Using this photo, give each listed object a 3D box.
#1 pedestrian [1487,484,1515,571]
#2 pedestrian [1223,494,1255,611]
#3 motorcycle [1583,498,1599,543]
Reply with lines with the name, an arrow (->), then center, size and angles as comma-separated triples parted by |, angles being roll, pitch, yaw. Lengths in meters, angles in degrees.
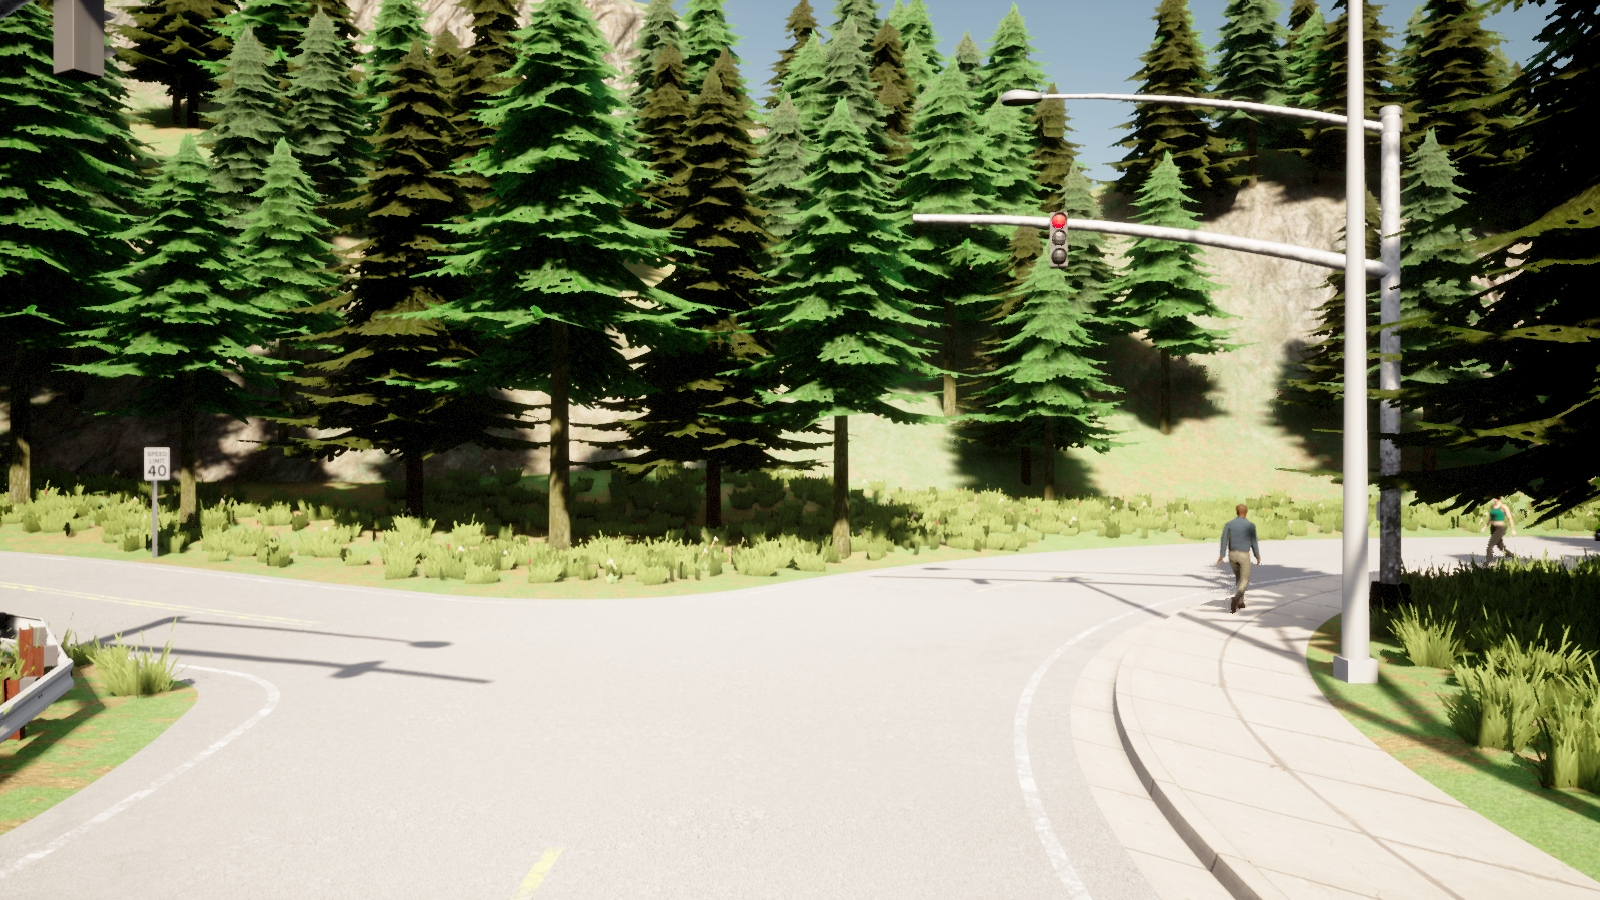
pedestrian -> 15.183, 1.668, 24.753 | 0.375, 1.860, 0.375 | 0, 0, -2
pedestrian -> 7.189, 1.668, 18.708 | 0.375, 1.860, 0.375 | 0, 0, 41
motorcycle -> 24.818, 2.113, 34.471 | 1.805, 1.316, 0.856 | 0, 0, -4
